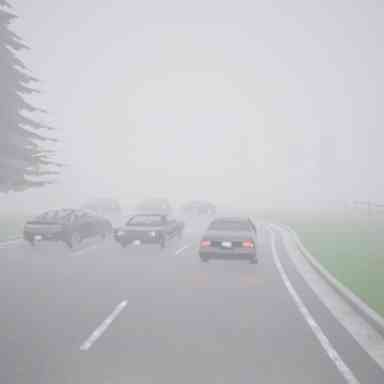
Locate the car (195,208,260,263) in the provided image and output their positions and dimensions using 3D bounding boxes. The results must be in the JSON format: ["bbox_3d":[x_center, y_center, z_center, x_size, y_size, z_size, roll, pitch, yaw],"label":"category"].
[{"bbox_3d":[1.428,1.542,11.984,2.033,1.411,5.357,0,0,10],"label":"car"}]

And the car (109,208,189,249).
[{"bbox_3d":[-1.630,1.581,14.562,1.895,1.301,4.718,0,0,11],"label":"car"}]

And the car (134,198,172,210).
[{"bbox_3d":[-3.730,1.310,31.401,2.097,1.767,4.553,0,0,-34],"label":"car"}]

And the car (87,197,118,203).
[{"bbox_3d":[-8.682,1.292,31.389,4.553,1.767,2.097,0,0,43],"label":"car"}]

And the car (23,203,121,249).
[{"bbox_3d":[-5.160,1.460,14.485,2.128,1.511,4.902,0,0,10],"label":"car"}]

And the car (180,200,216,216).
[{"bbox_3d":[0.472,1.478,31.294,1.837,1.490,4.892,2,-1,-27],"label":"car"}]
